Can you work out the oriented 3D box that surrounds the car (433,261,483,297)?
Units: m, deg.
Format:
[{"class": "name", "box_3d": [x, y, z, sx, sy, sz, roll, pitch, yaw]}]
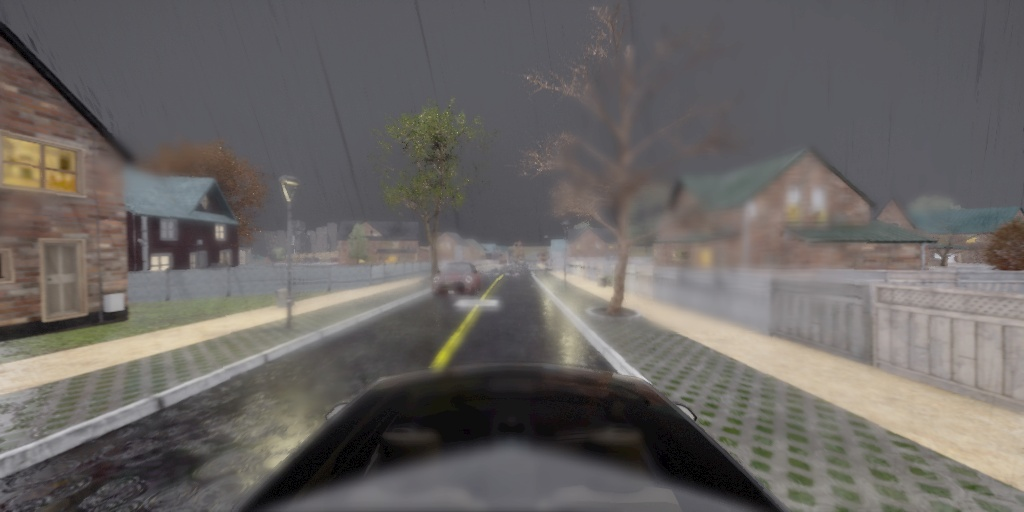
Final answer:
[{"class": "car", "box_3d": [-2.730, 1.163, 19.076, 2.097, 1.767, 4.553, 0, 0, 1]}]
